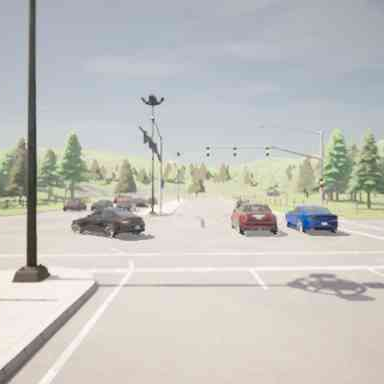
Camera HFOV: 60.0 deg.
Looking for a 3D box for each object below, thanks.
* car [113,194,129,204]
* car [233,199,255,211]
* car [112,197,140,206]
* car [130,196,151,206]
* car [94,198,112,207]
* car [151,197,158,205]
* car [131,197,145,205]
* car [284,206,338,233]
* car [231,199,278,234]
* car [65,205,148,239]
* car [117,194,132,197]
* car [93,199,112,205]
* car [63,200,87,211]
[{"bbox_3d":[-15.005,1.543,70.935,2.150,2.045,5.566,0,0,0],"label":"car"},{"bbox_3d":[7.094,1.697,45.864,2.128,1.511,4.902,0,0,0],"label":"car"},{"bbox_3d":[-8.088,1.690,41.345,1.837,1.490,4.892,0,0,0],"label":"car"},{"bbox_3d":[-8.082,1.712,52.336,1.882,1.535,5.008,0,0,0],"label":"car"},{"bbox_3d":[-15.055,1.818,56.585,1.994,1.385,4.181,0,0,1],"label":"car"},{"bbox_3d":[-8.012,1.798,67.250,1.837,1.490,4.892,0,2,0],"label":"car"},{"bbox_3d":[-11.504,1.841,70.774,2.128,1.511,4.902,0,0,0],"label":"car"},{"bbox_3d":[7.098,1.569,20.281,1.882,1.535,5.008,0,0,0],"label":"car"},{"bbox_3d":[3.597,1.442,19.919,2.097,1.767,4.553,0,0,0],"label":"car"},{"bbox_3d":[-4.556,1.607,17.982,4.674,1.442,1.812,0,-1,38],"label":"car"},{"bbox_3d":[-11.549,1.480,57.401,2.150,2.045,5.566,0,-1,0],"label":"car"},{"bbox_3d":[-11.572,1.756,42.835,1.994,1.385,4.181,0,0,1],"label":"car"},{"bbox_3d":[-15.082,1.757,42.955,1.994,1.385,4.181,0,0,0],"label":"car"}]
